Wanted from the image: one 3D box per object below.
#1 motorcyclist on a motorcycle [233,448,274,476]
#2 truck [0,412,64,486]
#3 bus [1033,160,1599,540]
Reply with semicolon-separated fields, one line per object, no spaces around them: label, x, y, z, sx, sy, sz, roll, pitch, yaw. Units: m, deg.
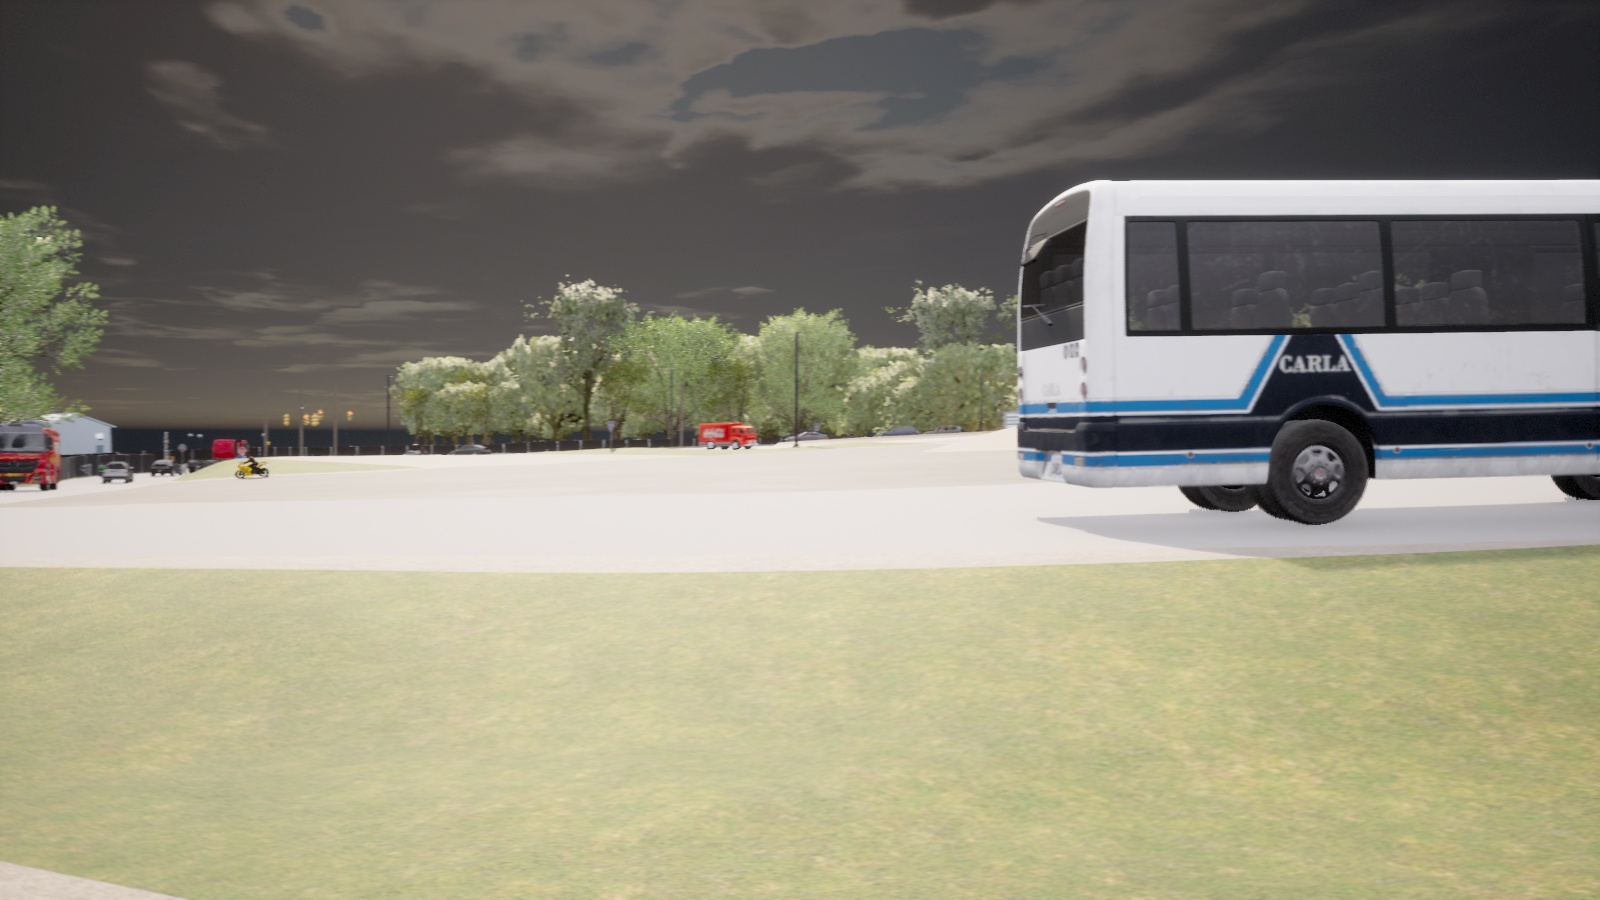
motorcyclist on a motorcycle;-33.138;0.732;76.121;2.044;1.523;0.797;-4;1;-4
truck;-42.371;0.001;68.697;2.891;3.827;8.468;0;-1;-26
bus;8.668;-1.238;16.588;10.273;4.253;3.944;-1;1;-6
